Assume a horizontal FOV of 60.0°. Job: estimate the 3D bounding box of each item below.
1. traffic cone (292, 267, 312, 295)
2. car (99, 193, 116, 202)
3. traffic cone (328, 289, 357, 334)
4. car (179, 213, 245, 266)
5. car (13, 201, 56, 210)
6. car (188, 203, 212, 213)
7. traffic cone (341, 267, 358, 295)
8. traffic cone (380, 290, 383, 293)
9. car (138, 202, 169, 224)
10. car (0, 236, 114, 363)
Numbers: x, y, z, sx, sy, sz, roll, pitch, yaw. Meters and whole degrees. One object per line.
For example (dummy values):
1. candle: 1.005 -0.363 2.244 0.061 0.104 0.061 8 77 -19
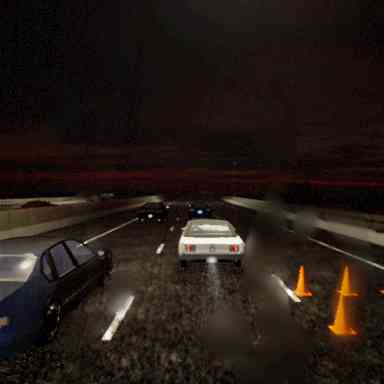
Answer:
1. traffic cone: 2.463 1.971 7.446 0.340 0.580 0.340 0 0 0
2. car: -16.727 1.227 65.936 2.150 2.045 5.566 0 0 0
3. traffic cone: 2.452 1.968 5.446 0.340 0.580 0.340 0 0 0
4. car: 0.574 1.620 11.551 1.895 1.301 4.718 0 0 0
5. car: -13.529 1.498 28.752 1.882 1.535 5.008 0 0 0
6. car: 0.670 1.606 28.997 1.994 1.385 4.181 0 0 0
7. traffic cone: 3.463 1.973 7.440 0.340 0.580 0.340 0 0 0
8. traffic cone: 4.463 1.974 7.435 0.340 0.580 0.340 0 0 0
9. car: -2.850 1.510 25.353 1.882 1.535 5.008 0 0 0
10. car: -2.956 1.553 6.296 2.033 1.411 5.357 0 0 0
